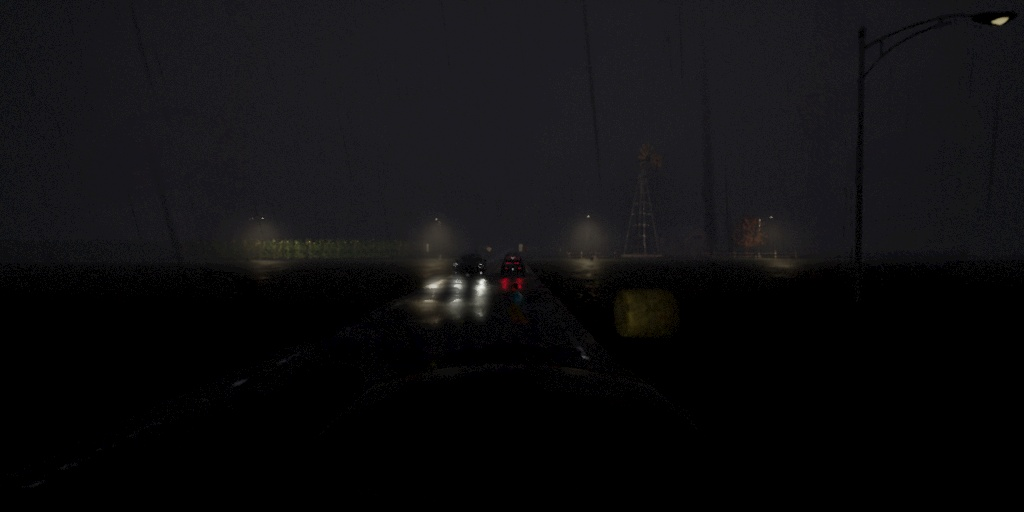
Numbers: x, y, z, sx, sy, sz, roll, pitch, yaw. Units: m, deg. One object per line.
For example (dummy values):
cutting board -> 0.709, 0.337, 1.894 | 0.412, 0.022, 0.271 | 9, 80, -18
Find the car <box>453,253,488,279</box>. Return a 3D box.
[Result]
car -> -2.852, 0.615, 25.449 | 2.097, 1.767, 4.553 | 0, 1, 0

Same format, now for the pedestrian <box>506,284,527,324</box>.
pedestrian -> 0.151, 1.264, 9.565 | 0.500, 1.100, 0.500 | -1, 2, 0

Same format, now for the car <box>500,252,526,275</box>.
car -> 0.078, 0.693, 28.488 | 2.128, 1.511, 4.902 | 0, 1, 0

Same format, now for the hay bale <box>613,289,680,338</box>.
hay bale -> 3.123, 1.268, 8.489 | 1.220, 1.180, 1.240 | 0, 0, 0
